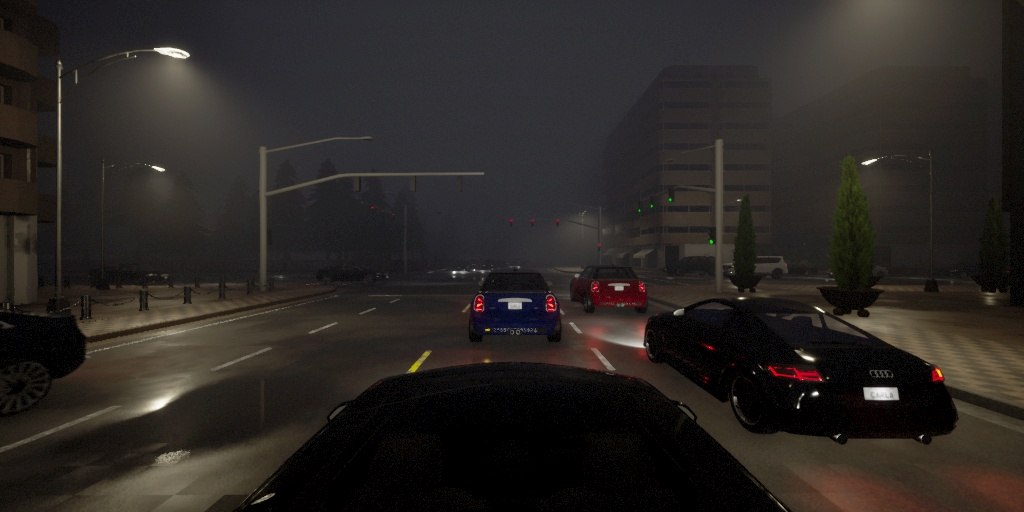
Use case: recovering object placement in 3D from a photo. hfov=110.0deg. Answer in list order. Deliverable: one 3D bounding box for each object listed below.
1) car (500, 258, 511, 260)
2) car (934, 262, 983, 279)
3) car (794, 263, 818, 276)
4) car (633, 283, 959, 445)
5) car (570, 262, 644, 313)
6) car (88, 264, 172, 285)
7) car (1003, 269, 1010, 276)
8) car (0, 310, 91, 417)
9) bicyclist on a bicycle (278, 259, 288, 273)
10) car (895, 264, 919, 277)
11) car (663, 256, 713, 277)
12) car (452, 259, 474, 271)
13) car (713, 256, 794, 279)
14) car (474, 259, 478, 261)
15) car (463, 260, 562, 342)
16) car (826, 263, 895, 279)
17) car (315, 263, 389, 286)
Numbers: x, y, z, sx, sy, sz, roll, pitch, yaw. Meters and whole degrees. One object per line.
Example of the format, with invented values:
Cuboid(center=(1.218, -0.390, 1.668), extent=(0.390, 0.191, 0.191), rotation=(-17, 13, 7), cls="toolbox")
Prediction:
Cuboid(center=(-2.023, 1.297, 62.041), extent=(2.033, 1.411, 5.357), rotation=(0, 0, 14), cls="car")
Cuboid(center=(42.130, 1.283, 33.091), extent=(5.008, 1.535, 1.882), rotation=(0, 0, 0), cls="car")
Cuboid(center=(28.181, 1.406, 36.557), extent=(4.718, 1.301, 1.895), rotation=(0, 0, 0), cls="car")
Cuboid(center=(3.607, 1.314, 5.510), extent=(1.994, 1.385, 4.181), rotation=(0, 0, 0), cls="car")
Cuboid(center=(3.606, 1.102, 14.151), extent=(2.097, 1.767, 4.553), rotation=(0, 0, 0), cls="car")
Cuboid(center=(-27.174, 1.295, 25.648), extent=(4.902, 1.511, 2.128), rotation=(0, 0, 0), cls="car")
Cuboid(center=(44.105, 1.353, 29.420), extent=(5.357, 1.411, 2.033), rotation=(0, 0, 0), cls="car")
Cuboid(center=(-7.088, 1.241, 3.103), extent=(2.128, 1.511, 4.902), rotation=(0, 0, 0), cls="car")
Cuboid(center=(-25.611, 1.106, 40.135), extent=(0.582, 1.620, 1.656), rotation=(0, 0, 0), cls="bicyclist on a bicycle")
Cuboid(center=(38.227, 1.406, 36.588), extent=(4.718, 1.301, 1.895), rotation=(0, 0, 0), cls="car")
Cuboid(center=(18.422, 1.027, 36.521), extent=(5.566, 2.045, 2.150), rotation=(0, 0, 0), cls="car")
Cuboid(center=(-6.859, 1.314, 48.668), extent=(1.994, 1.385, 4.181), rotation=(0, 0, 2), cls="car")
Cuboid(center=(22.169, 1.027, 33.036), extent=(5.566, 2.045, 2.150), rotation=(0, 0, 0), cls="car")
Cuboid(center=(-6.246, 1.255, 57.557), extent=(1.837, 1.490, 4.892), rotation=(0, 0, 7), cls="car")
Cuboid(center=(0.083, 1.102, 9.923), extent=(2.097, 1.767, 4.553), rotation=(0, 0, 0), cls="car")
Cuboid(center=(31.806, 1.331, 33.068), extent=(4.674, 1.442, 1.812), rotation=(0, 0, 0), cls="car")
Cuboid(center=(-11.427, 1.273, 25.708), extent=(4.902, 1.511, 2.128), rotation=(-1, 0, 0), cls="car")
